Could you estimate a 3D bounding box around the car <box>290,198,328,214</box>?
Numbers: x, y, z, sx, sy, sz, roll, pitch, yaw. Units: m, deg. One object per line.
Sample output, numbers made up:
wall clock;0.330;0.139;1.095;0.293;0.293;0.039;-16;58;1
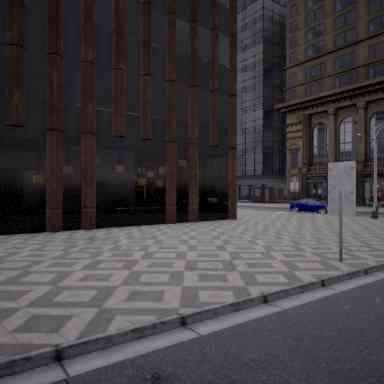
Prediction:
car;12.133;1.411;33.187;1.882;1.535;5.008;0;0;-36
